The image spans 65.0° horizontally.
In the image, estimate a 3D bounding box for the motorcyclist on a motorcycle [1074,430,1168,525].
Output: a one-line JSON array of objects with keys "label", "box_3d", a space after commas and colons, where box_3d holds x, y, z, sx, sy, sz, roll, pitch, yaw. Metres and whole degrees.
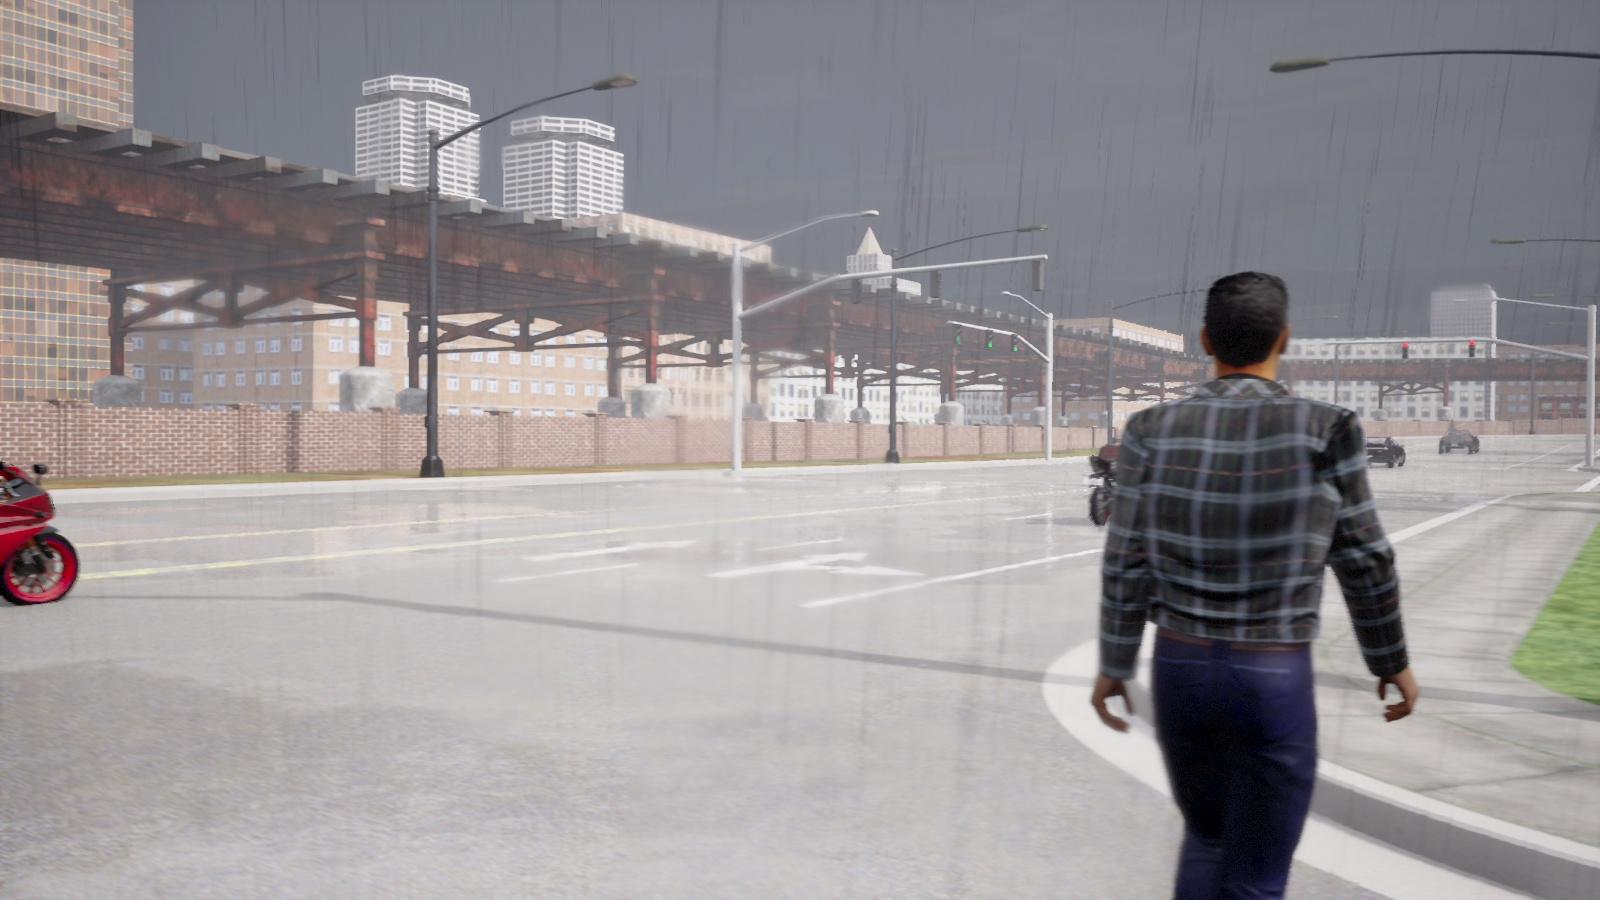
[{"label": "motorcyclist on a motorcycle", "box_3d": [5.530, 0.435, 21.526, 0.866, 1.530, 2.191, 0, 1, 34]}]

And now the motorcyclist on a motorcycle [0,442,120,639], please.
[{"label": "motorcyclist on a motorcycle", "box_3d": [-6.691, 0.711, 9.898, 0.866, 1.530, 2.191, 0, 1, 32]}]

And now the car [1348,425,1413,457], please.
[{"label": "car", "box_3d": [28.542, -0.459, 61.704, 2.128, 1.511, 4.902, 0, 1, 34]}]

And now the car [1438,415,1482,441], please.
[{"label": "car", "box_3d": [46.033, -1.565, 87.501, 2.152, 1.651, 5.027, 0, 2, 34]}]

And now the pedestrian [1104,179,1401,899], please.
[{"label": "pedestrian", "box_3d": [0.992, 0.491, 2.674, 0.423, 1.949, 0.788, 0, 1, 33]}]
